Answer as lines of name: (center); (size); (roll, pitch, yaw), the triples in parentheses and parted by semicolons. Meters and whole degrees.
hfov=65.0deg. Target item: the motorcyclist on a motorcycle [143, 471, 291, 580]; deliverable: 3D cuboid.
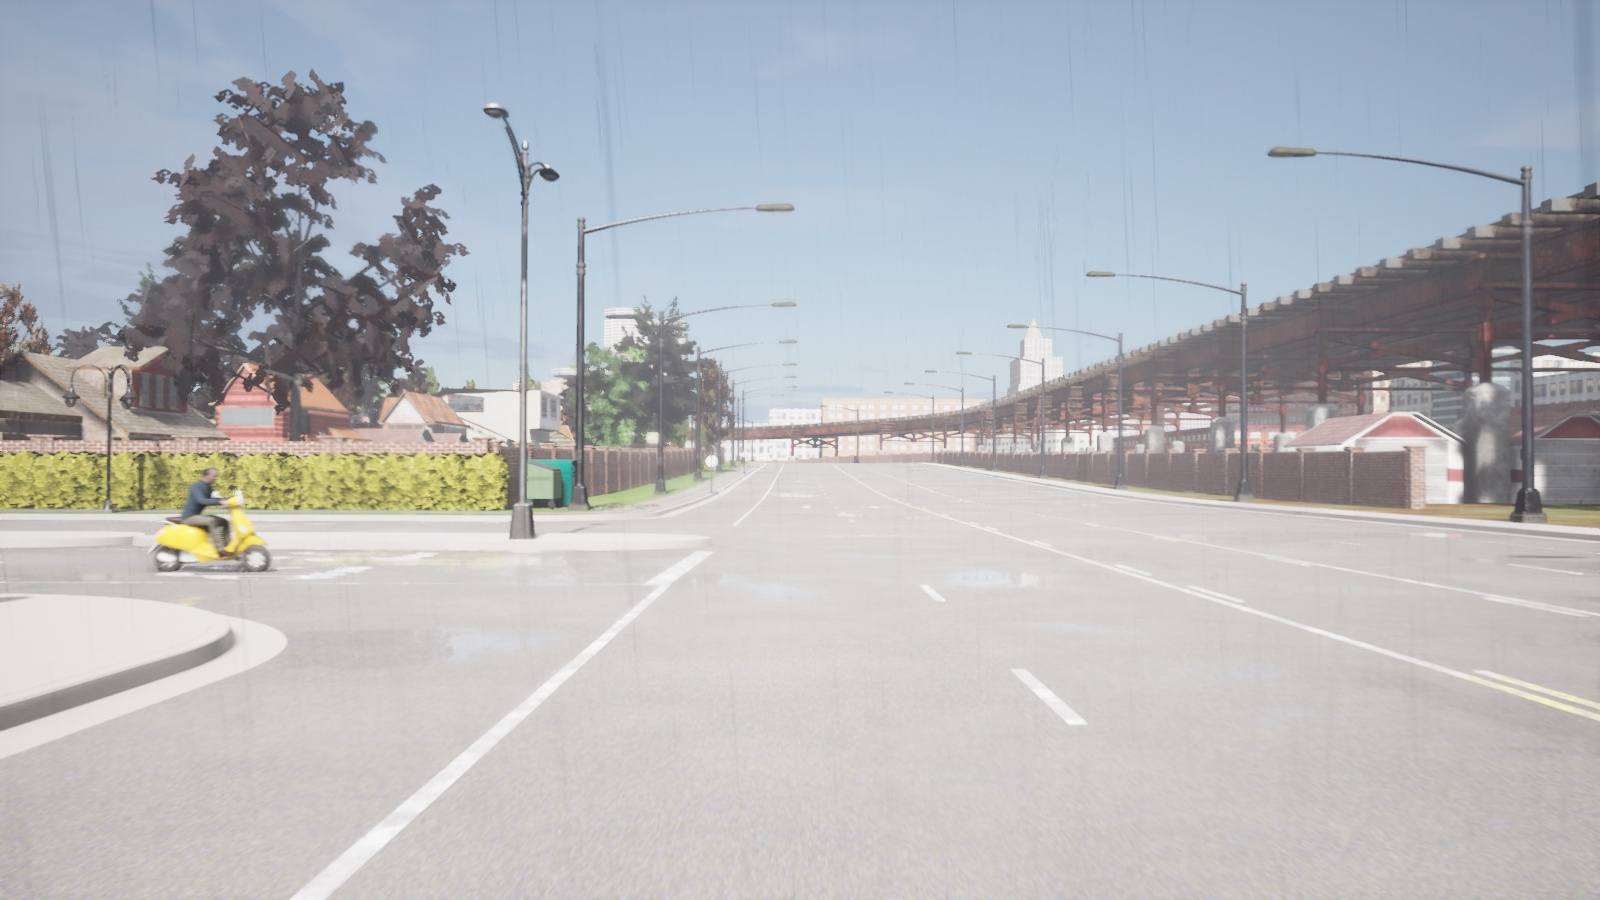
motorcyclist on a motorcycle: (-8.748, 1.120, 18.909); (1.817, 1.590, 0.866); (0, -1, 0)
